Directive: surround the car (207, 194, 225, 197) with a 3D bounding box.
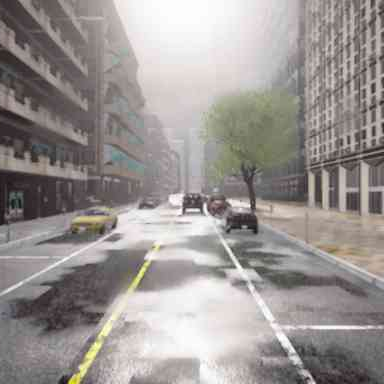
[{"bbox_3d":[2.614,1.142,35.452,2.192,1.841,5.009,1,0,0],"label":"car"}]

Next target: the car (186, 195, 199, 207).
[{"bbox_3d":[0.101,1.271,48.849,1.837,1.490,4.892,0,1,0],"label":"car"}]

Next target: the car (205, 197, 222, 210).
[{"bbox_3d":[2.644,1.382,41.106,1.802,1.307,4.206,1,0,0],"label":"car"}]

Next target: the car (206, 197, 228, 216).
[{"bbox_3d":[2.577,1.398,29.801,1.887,1.381,4.507,1,0,0],"label":"car"}]

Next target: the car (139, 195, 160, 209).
[{"bbox_3d":[-5.442,1.366,41.177,1.947,1.339,4.313,1,0,0],"label":"car"}]

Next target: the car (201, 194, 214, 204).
[{"bbox_3d":[2.706,1.165,58.063,1.967,1.590,4.097,1,0,0],"label":"car"}]

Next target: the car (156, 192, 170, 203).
[{"bbox_3d":[-5.439,1.015,63.762,2.192,1.841,5.009,1,0,0],"label":"car"}]

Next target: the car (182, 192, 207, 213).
[{"bbox_3d":[0.099,1.052,34.781,2.150,2.045,5.566,0,0,0],"label":"car"}]

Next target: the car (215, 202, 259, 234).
[{"bbox_3d":[2.575,1.459,18.498,2.008,1.369,4.403,1,0,0],"label":"car"}]

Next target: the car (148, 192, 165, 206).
[{"bbox_3d":[-5.439,1.089,46.823,2.192,1.841,5.009,1,0,0],"label":"car"}]

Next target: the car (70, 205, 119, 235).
[{"bbox_3d":[-5.272,1.433,18.421,1.752,1.417,4.829,1,0,0],"label":"car"}]

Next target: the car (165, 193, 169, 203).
[{"bbox_3d":[-5.442,1.290,58.117,1.947,1.339,4.313,1,0,0],"label":"car"}]
